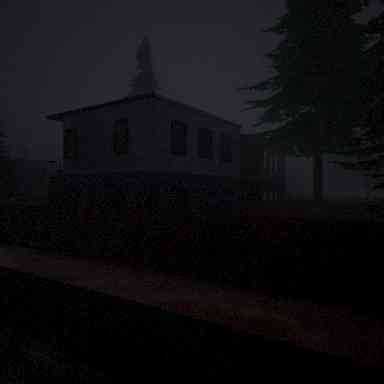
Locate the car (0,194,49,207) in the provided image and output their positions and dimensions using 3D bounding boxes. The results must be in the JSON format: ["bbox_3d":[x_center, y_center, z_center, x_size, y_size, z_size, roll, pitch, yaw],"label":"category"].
[{"bbox_3d":[-14.765,1.202,29.609,2.150,2.045,5.566,0,0,27],"label":"car"}]
